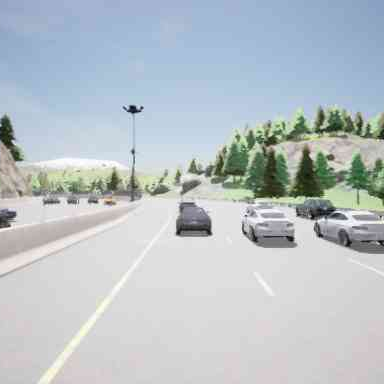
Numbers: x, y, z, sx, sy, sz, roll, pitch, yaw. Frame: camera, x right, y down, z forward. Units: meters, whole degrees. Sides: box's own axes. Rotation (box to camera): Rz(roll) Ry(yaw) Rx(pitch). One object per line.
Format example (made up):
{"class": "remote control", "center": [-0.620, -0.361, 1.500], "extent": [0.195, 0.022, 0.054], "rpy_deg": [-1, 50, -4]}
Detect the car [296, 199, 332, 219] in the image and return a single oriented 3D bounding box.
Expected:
{"class": "car", "center": [10.404, 1.353, 28.333], "extent": [2.097, 1.767, 4.553], "rpy_deg": [0, 0, -2]}

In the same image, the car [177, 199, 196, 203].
{"class": "car", "center": [-0.587, 1.493, 36.841], "extent": [2.128, 1.511, 4.902], "rpy_deg": [0, 0, -4]}

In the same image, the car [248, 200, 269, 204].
{"class": "car", "center": [6.688, 1.527, 33.034], "extent": [1.812, 1.442, 4.674], "rpy_deg": [0, 0, -3]}

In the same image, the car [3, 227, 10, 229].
{"class": "car", "center": [-10.615, 1.492, 15.837], "extent": [2.128, 1.511, 4.902], "rpy_deg": [0, 0, 0]}

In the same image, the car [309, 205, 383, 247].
{"class": "car", "center": [7.103, 1.527, 14.925], "extent": [1.812, 1.442, 4.674], "rpy_deg": [0, 0, 0]}

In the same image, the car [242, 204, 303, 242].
{"class": "car", "center": [3.602, 1.526, 16.211], "extent": [1.812, 1.442, 4.674], "rpy_deg": [0, 0, 0]}

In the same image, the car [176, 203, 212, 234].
{"class": "car", "center": [0.089, 1.565, 19.452], "extent": [1.994, 1.385, 4.181], "rpy_deg": [0, 0, 0]}
